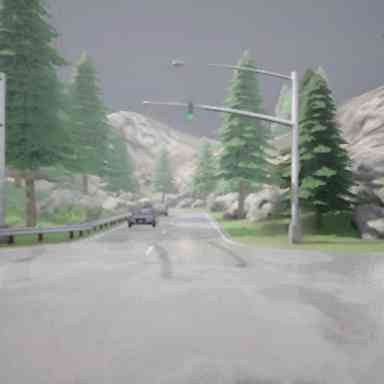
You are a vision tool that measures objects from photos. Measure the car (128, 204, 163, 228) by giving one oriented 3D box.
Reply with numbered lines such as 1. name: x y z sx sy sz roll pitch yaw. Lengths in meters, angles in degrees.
1. car: -3.603 1.899 25.341 1.994 1.385 4.181 0 -1 0

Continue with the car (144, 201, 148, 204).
1. car: -6.475 2.213 53.655 1.837 1.490 4.892 1 -2 -34

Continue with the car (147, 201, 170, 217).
1. car: -3.586 2.016 37.193 1.812 1.442 4.674 0 -1 0
